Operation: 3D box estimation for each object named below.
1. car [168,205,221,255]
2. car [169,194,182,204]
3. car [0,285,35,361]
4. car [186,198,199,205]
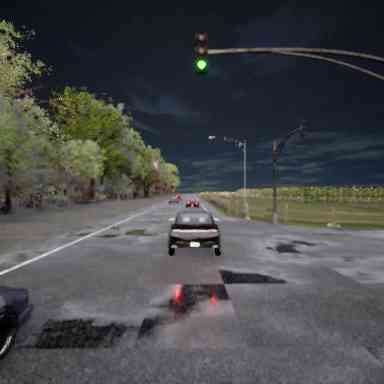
[{"bbox_3d":[0.090,1.491,13.276,2.128,1.511,4.902,0,0,0],"label":"car"},{"bbox_3d":[-3.439,1.523,63.665,2.033,1.411,5.357,0,0,1],"label":"car"},{"bbox_3d":[-3.402,1.547,2.775,2.033,1.411,5.357,0,0,0],"label":"car"},{"bbox_3d":[0.063,1.584,49.297,1.895,1.301,4.718,0,0,0],"label":"car"}]
